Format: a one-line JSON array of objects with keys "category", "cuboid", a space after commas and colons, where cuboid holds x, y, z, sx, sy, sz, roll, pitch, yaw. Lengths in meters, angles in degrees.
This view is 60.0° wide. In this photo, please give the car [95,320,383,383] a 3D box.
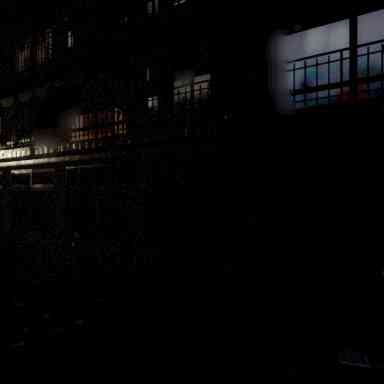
[{"category": "car", "cuboid": [1.082, 1.582, 2.102, 4.206, 1.307, 1.802, 0, 0, 35]}]
